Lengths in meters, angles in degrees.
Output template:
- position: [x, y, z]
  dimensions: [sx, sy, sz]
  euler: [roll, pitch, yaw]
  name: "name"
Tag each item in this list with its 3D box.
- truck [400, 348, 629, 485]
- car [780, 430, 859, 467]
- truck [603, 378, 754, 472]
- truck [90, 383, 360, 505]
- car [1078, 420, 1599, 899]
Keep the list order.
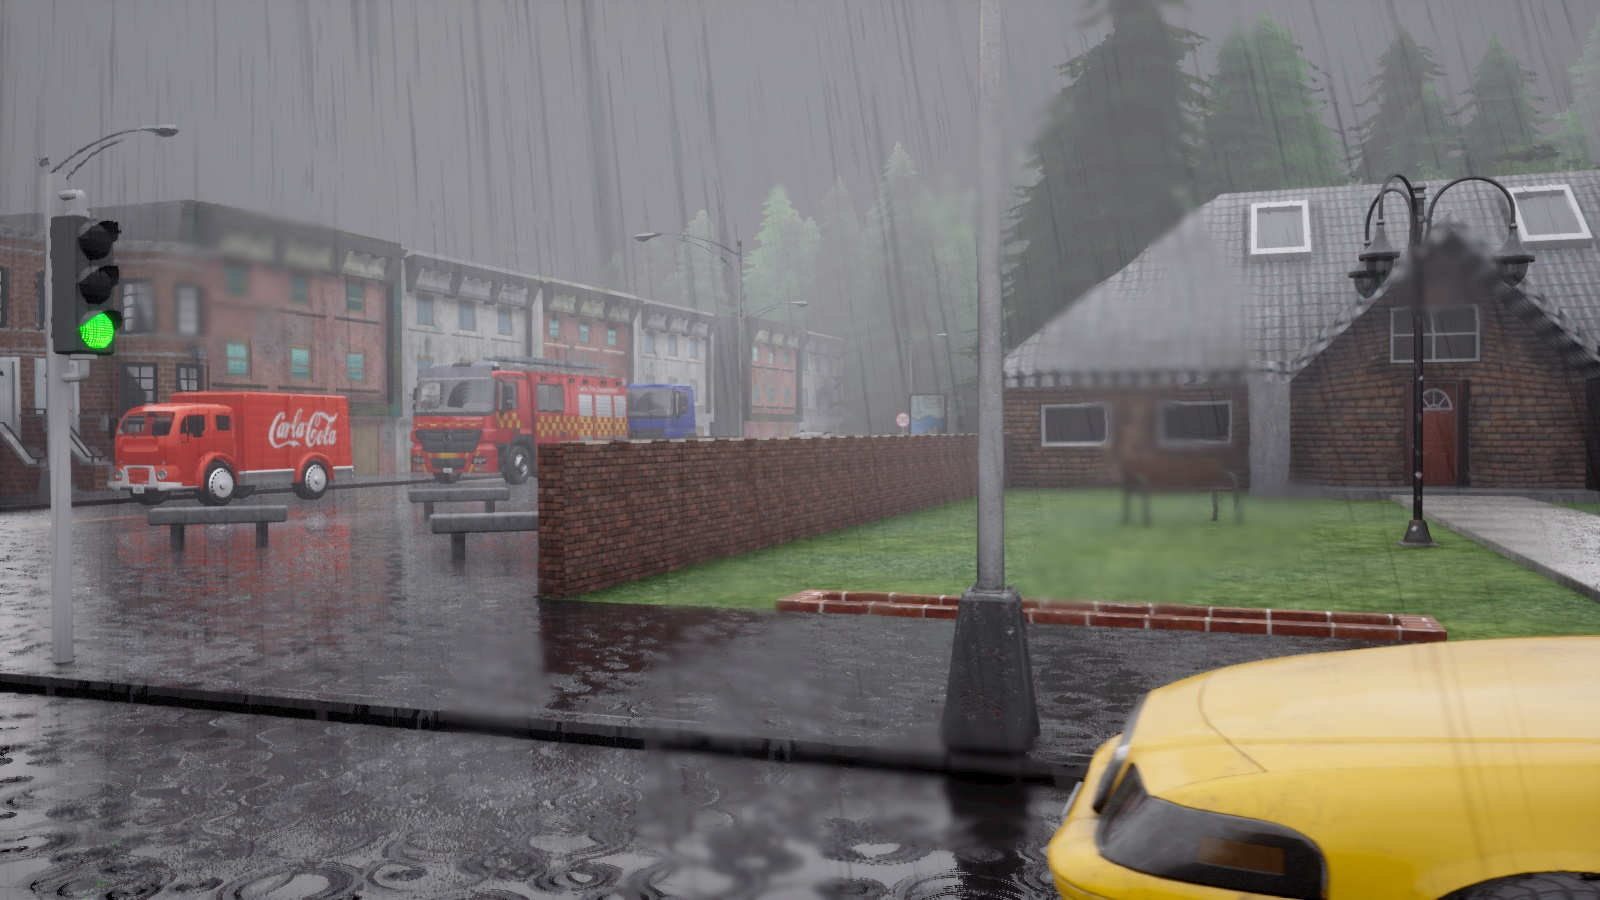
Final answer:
- position: [-8.667, -1.003, 39.476]
  dimensions: [2.891, 3.827, 8.468]
  euler: [1, 1, 20]
  name: "truck"
- position: [0.895, -0.090, 54.115]
  dimensions: [2.007, 1.525, 4.514]
  euler: [1, 1, 20]
  name: "car"
- position: [-4.694, -0.980, 50.418]
  dimensions: [2.891, 3.462, 7.936]
  euler: [1, 1, 20]
  name: "truck"
- position: [-12.732, -0.161, 28.262]
  dimensions: [2.627, 2.467, 5.204]
  euler: [1, 1, 20]
  name: "truck"
- position: [3.417, 0.737, 2.571]
  dimensions: [5.366, 1.575, 1.801]
  euler: [1, 1, 20]
  name: "car"
